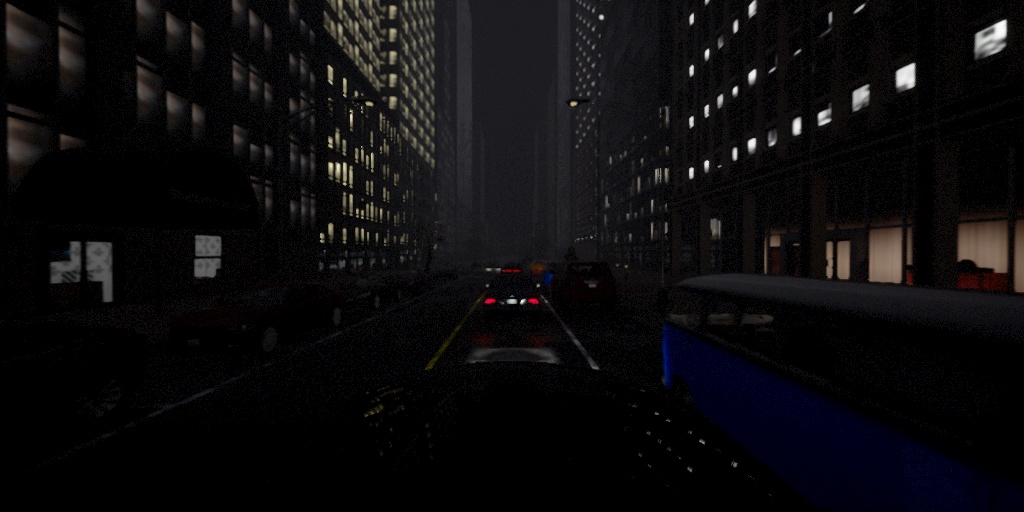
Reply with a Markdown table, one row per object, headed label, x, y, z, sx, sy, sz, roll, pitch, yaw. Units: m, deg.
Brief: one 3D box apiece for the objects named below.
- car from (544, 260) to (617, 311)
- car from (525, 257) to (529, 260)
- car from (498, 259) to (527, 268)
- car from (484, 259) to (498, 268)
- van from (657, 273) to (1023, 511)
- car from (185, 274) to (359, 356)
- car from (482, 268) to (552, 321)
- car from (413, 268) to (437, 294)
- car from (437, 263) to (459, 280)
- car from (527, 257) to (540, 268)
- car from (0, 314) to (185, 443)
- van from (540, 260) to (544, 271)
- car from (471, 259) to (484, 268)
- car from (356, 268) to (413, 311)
| label | x | y | z | sx | sy | sz | roll | pitch | yaw |
| --- | --- | --- | --- | --- | --- | --- | --- | --- | --- |
| car | 2.693 | 1.073 | 14.336 | 2.192 | 1.841 | 5.009 | 0 | 0 | 0 |
| car | 3.162 | 1.286 | 50.220 | 1.837 | 1.490 | 4.892 | 0 | 0 | 0 |
| car | 0.053 | 1.275 | 29.581 | 1.837 | 1.490 | 4.892 | 0 | 0 | 1 |
| car | -3.036 | 1.266 | 59.554 | 1.882 | 1.535 | 5.008 | 0 | 0 | 1 |
| van | 2.689 | 1.092 | 2.968 | 1.690 | 1.789 | 3.998 | 0 | 0 | 0 |
| car | -5.689 | 1.300 | 8.655 | 1.888 | 1.381 | 4.507 | 0 | 0 | 0 |
| car | 0.025 | 1.305 | 12.421 | 2.033 | 1.411 | 5.357 | 0 | 0 | 1 |
| car | -5.686 | 1.345 | 20.022 | 1.802 | 1.307 | 4.207 | 0 | 0 | 0 |
| car | -5.682 | 1.321 | 31.390 | 2.007 | 1.370 | 4.403 | 0 | 0 | 0 |
| car | 3.154 | 1.255 | 43.220 | 1.882 | 1.535 | 5.008 | 0 | 0 | 0 |
| car | -5.692 | 1.317 | 2.971 | 1.948 | 1.339 | 4.313 | 0 | 0 | 0 |
| van | 2.695 | 1.103 | 20.019 | 1.690 | 1.789 | 3.998 | 0 | 0 | 0 |
| car | -5.672 | 1.228 | 59.808 | 1.967 | 1.591 | 4.097 | 0 | 0 | 0 |
| car | -5.688 | 1.309 | 14.339 | 2.007 | 1.370 | 4.403 | 0 | 0 | 0 |
